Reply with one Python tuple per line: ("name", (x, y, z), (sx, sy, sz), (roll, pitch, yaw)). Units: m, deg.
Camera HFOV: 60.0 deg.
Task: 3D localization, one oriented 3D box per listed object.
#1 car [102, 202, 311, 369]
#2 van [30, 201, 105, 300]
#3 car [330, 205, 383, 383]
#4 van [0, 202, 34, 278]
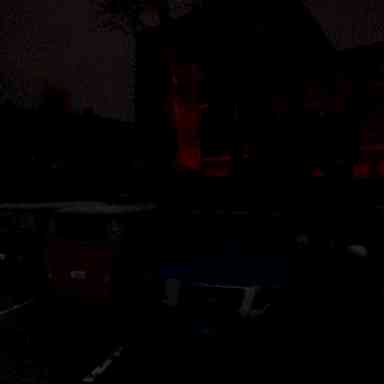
("car", (0.894, 1.238, 6.281), (2.435, 2.045, 5.566), (1, -1, 16))
("van", (-1.485, 1.268, 8.141), (1.878, 1.987, 4.442), (0, -1, 16))
("car", (3.301, 1.236, 4.559), (2.435, 2.045, 5.566), (1, -1, 16))
("van", (-3.893, 1.270, 9.862), (1.878, 1.987, 4.442), (0, -1, 16))
